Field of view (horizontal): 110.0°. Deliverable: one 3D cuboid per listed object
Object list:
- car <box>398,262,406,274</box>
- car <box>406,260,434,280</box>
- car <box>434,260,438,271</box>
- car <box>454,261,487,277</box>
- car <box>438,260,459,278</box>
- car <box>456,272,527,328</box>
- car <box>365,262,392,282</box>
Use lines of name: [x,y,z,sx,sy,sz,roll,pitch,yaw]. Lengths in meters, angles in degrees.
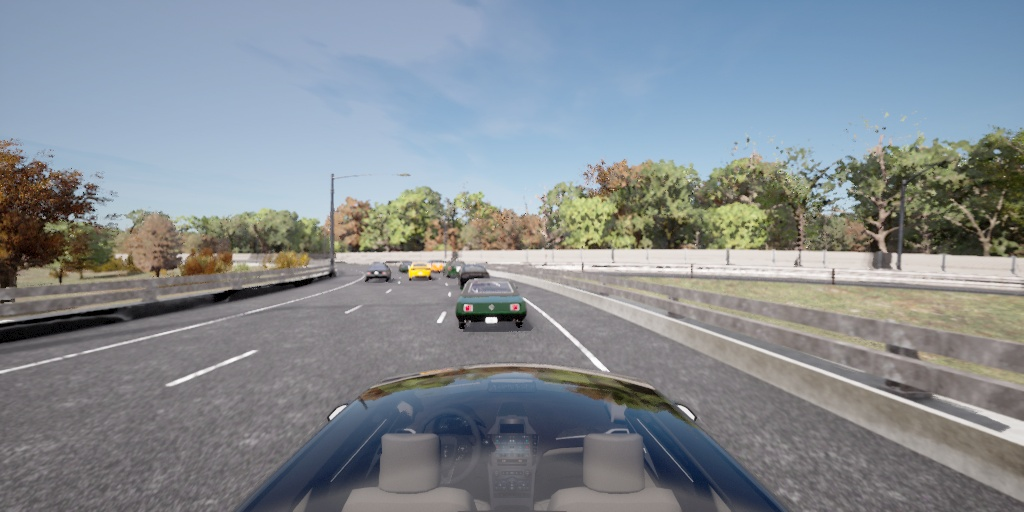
car: [-13.305,1.466,45.580,1.994,1.385,4.181,0,0,-24]
car: [-8.541,1.334,33.124,1.882,1.535,5.008,0,0,-16]
car: [-10.139,1.252,47.015,2.097,1.767,4.553,0,0,-24]
car: [-2.630,1.299,23.837,1.882,1.535,5.008,0,0,-11]
car: [-5.721,1.214,35.649,2.097,1.767,4.553,0,0,-18]
car: [-0.726,1.382,11.525,1.895,1.301,4.718,0,0,-5]
car: [-11.376,1.400,30.615,2.033,1.411,5.357,0,0,-16]
